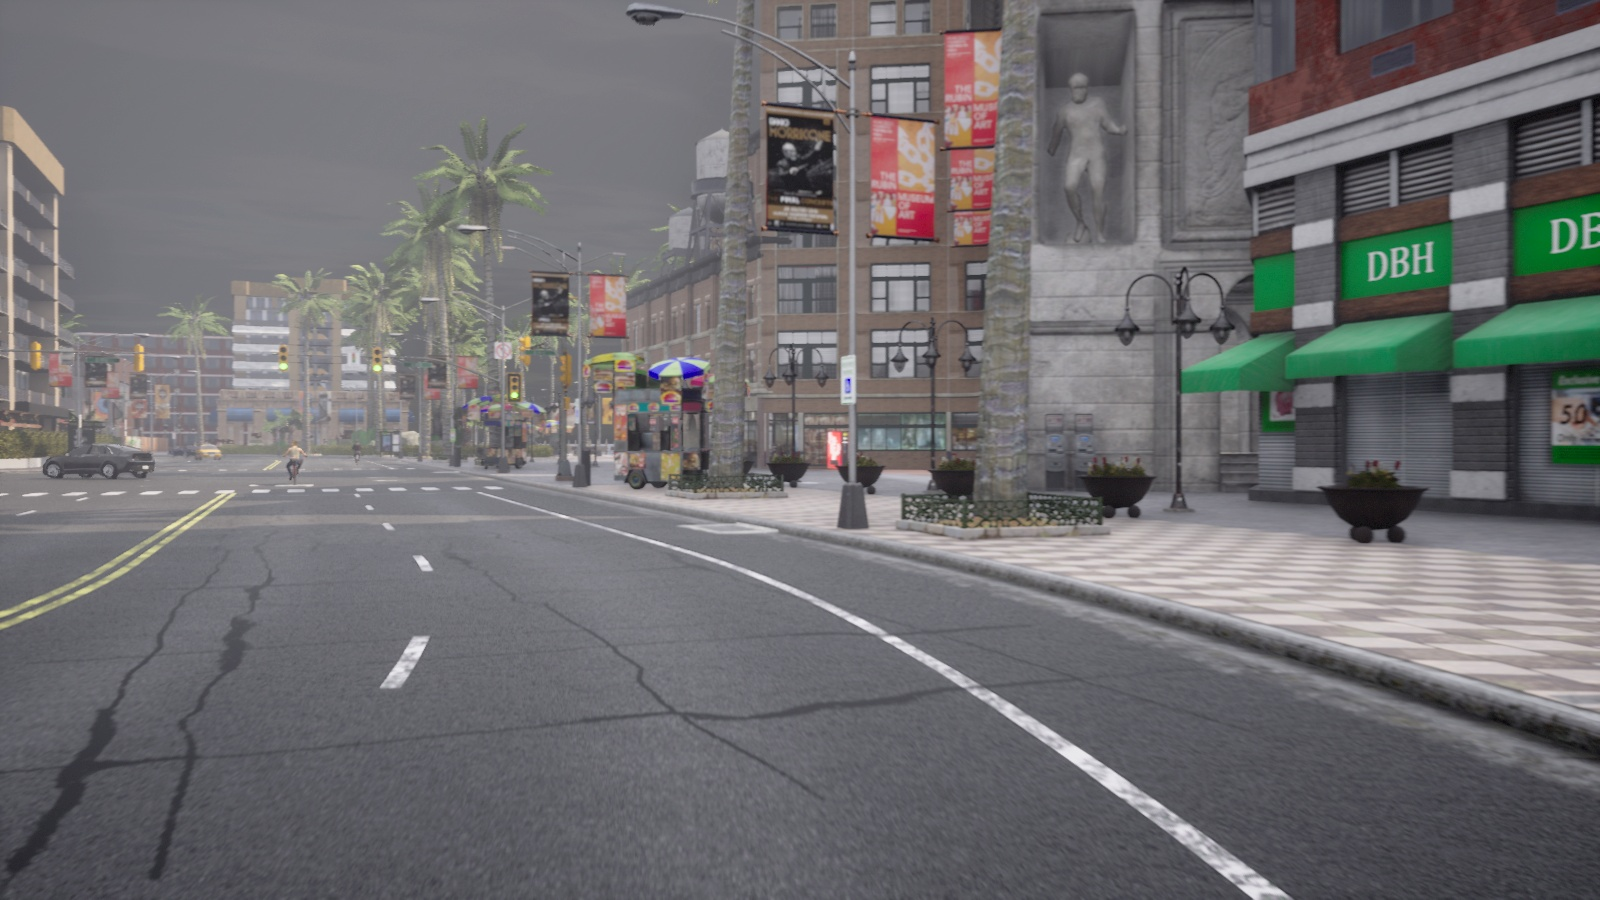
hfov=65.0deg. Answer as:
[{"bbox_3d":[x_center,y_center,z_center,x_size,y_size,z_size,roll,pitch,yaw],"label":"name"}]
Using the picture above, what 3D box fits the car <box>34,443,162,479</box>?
[{"bbox_3d":[-30.221,0.450,54.106,4.892,1.490,1.837,0,0,14],"label":"car"}]
